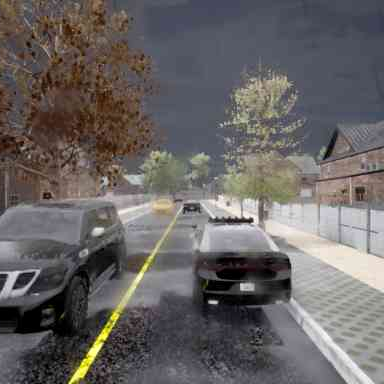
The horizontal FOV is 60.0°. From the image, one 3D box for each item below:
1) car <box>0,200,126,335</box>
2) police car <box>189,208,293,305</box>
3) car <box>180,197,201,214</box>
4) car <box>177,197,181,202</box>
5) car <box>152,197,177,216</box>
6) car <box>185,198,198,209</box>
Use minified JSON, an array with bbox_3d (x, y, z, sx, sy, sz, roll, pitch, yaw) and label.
[{"bbox_3d":[-2.864,1.225,7.063,2.150,2.045,5.566,0,0,0],"label":"car"},{"bbox_3d":[0.945,1.430,8.288,1.930,1.638,5.238,0,0,0],"label":"police car"},{"bbox_3d":[0.004,1.503,36.279,1.882,1.535,5.008,0,0,0],"label":"car"},{"bbox_3d":[-2.899,1.681,72.174,1.895,1.301,4.718,0,0,0],"label":"car"},{"bbox_3d":[-2.818,1.500,32.764,1.882,1.535,5.008,0,0,0],"label":"car"},{"bbox_3d":[-0.044,1.564,46.724,1.812,1.442,4.674,0,0,0],"label":"car"}]
